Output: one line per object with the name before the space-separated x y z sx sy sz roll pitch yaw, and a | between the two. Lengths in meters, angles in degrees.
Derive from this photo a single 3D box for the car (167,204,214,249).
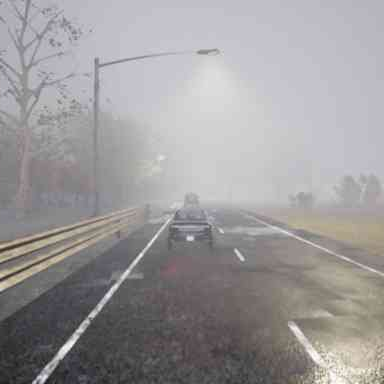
car | -0.064 1.490 14.582 2.128 1.511 4.902 0 0 0

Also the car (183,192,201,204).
car | -0.067 1.197 48.617 2.150 2.045 5.566 0 0 0
